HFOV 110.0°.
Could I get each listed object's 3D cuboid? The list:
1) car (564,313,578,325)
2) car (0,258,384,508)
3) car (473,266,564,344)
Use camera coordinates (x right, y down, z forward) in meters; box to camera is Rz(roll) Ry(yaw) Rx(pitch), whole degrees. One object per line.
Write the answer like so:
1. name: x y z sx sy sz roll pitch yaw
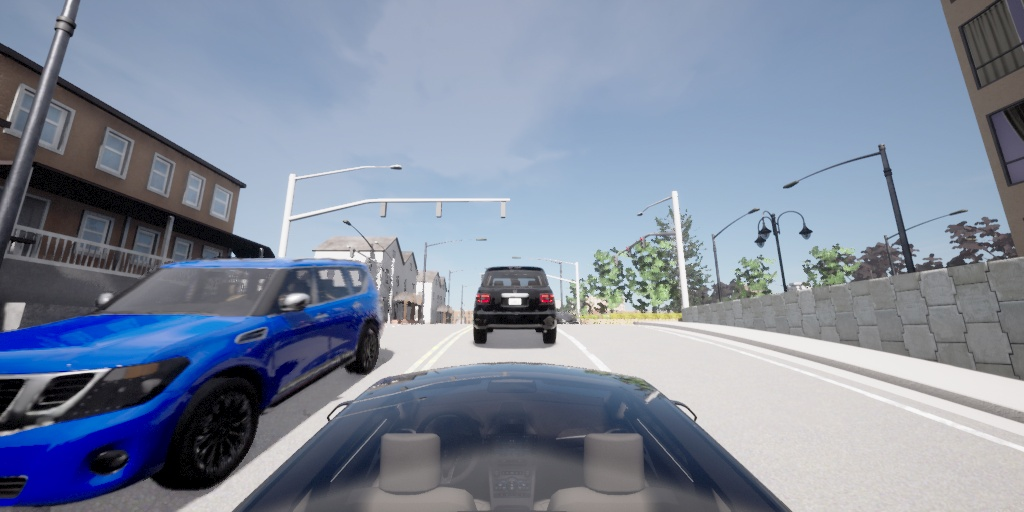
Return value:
1. car: 3.733 5.971 33.522 4.902 1.511 2.128 -6 -13 27
2. car: -3.617 1.025 4.962 2.150 2.045 5.566 0 -2 0
3. car: 0.081 1.502 11.186 2.150 2.045 5.566 0 -7 0
